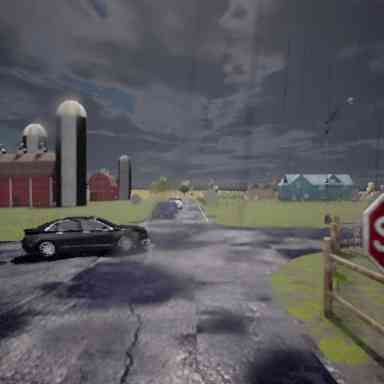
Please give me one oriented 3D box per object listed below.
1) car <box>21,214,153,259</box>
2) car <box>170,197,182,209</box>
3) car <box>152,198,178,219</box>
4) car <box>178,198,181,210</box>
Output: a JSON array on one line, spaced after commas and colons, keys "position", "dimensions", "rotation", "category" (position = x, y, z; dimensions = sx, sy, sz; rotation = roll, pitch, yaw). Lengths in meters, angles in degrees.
[{"position": [-4.226, 1.732, 13.541], "dimensions": [4.892, 1.490, 1.837], "rotation": [-2, 0, -11], "category": "car"}, {"position": [-2.798, 1.827, 54.275], "dimensions": [2.150, 2.045, 5.566], "rotation": [0, -1, 1], "category": "car"}, {"position": [-2.820, 1.727, 33.580], "dimensions": [2.097, 1.767, 4.553], "rotation": [0, -1, 0], "category": "car"}, {"position": [-2.811, 1.967, 43.864], "dimensions": [1.882, 1.535, 5.008], "rotation": [0, -1, 0], "category": "car"}]
